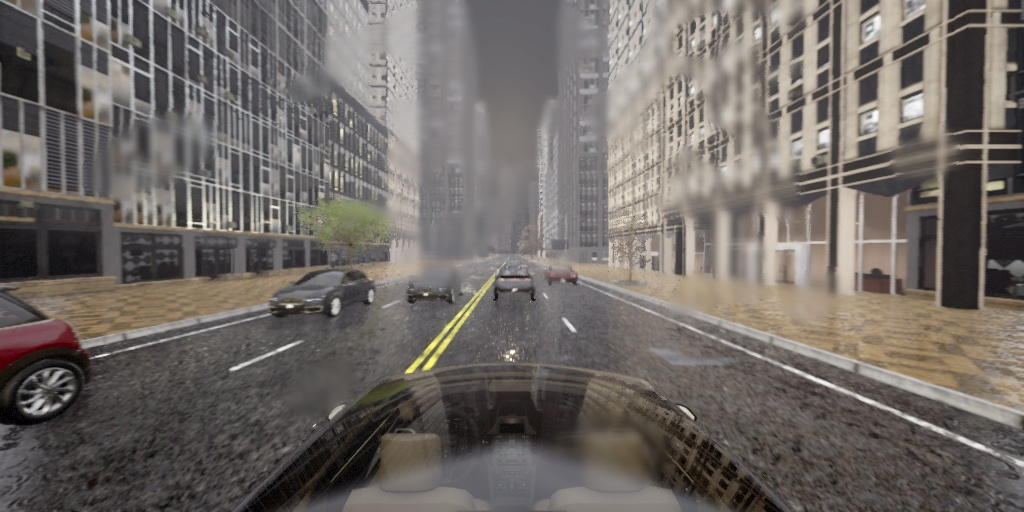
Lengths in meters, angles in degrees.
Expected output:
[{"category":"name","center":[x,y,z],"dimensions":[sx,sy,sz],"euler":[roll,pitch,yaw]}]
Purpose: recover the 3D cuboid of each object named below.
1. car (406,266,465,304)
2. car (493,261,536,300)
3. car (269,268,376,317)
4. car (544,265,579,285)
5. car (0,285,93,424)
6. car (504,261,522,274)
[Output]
[{"category":"car","center":[-3.256,1.206,15.995],"dimensions":[1.837,1.490,4.892],"euler":[0,0,0]},{"category":"car","center":[0.098,1.182,17.144],"dimensions":[2.128,1.511,4.902],"euler":[0,0,0]},{"category":"car","center":[-6.503,1.210,12.921],"dimensions":[1.837,1.490,4.892],"euler":[0,0,0]},{"category":"car","center":[3.266,1.260,24.725],"dimensions":[1.895,1.301,4.718],"euler":[0,0,0]},{"category":"car","center":[-6.562,1.097,2.674],"dimensions":[2.097,1.767,4.553],"euler":[0,0,0]},{"category":"car","center":[0.091,1.197,39.179],"dimensions":[1.895,1.301,4.718],"euler":[0,0,0]}]
